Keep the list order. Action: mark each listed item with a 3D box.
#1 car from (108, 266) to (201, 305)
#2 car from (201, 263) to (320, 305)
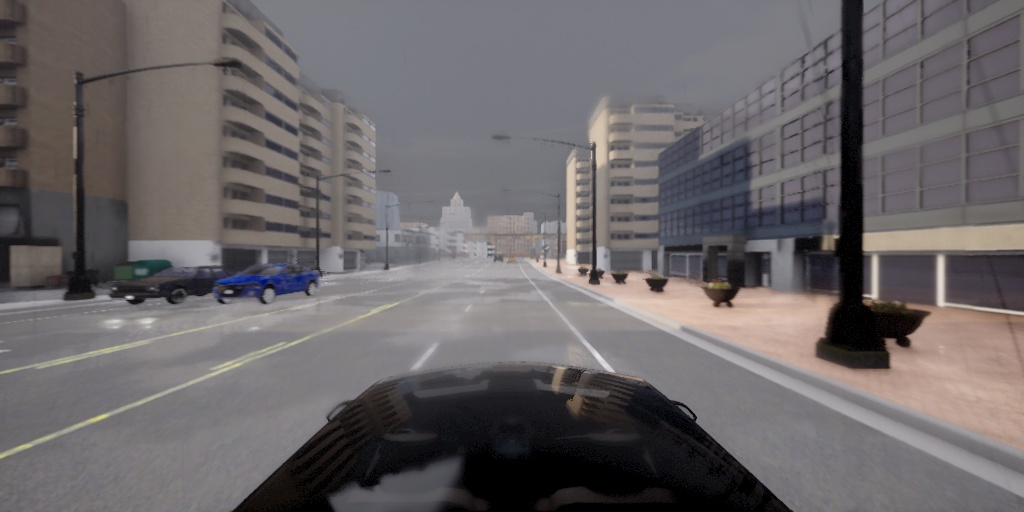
[{"bbox_3d":[-14.013,1.151,15.797,2.033,1.411,5.357,0,-1,0],"label":"car"},{"bbox_3d":[-10.513,1.088,15.800,1.882,1.535,5.008,0,-1,0],"label":"car"}]
